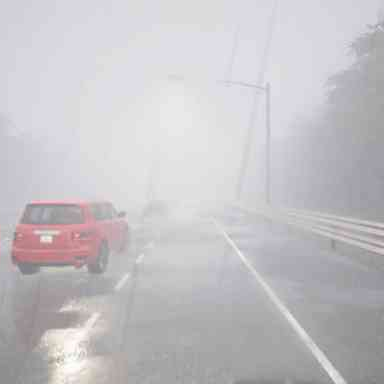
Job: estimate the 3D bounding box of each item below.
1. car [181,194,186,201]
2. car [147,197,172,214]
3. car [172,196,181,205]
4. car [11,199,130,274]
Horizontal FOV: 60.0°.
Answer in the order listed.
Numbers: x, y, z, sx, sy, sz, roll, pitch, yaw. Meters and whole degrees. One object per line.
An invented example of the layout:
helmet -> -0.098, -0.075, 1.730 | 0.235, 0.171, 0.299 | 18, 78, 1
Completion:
car -> -3.364, 1.683, 88.179 | 1.895, 1.301, 4.718 | 0, 0, 0
car -> -3.503, 1.492, 34.909 | 1.882, 1.535, 5.008 | 0, 0, 0
car -> -3.466, 1.577, 62.034 | 1.812, 1.442, 4.674 | 0, 0, 0
car -> -3.501, 1.225, 10.677 | 2.150, 2.045, 5.566 | 0, 0, 0
